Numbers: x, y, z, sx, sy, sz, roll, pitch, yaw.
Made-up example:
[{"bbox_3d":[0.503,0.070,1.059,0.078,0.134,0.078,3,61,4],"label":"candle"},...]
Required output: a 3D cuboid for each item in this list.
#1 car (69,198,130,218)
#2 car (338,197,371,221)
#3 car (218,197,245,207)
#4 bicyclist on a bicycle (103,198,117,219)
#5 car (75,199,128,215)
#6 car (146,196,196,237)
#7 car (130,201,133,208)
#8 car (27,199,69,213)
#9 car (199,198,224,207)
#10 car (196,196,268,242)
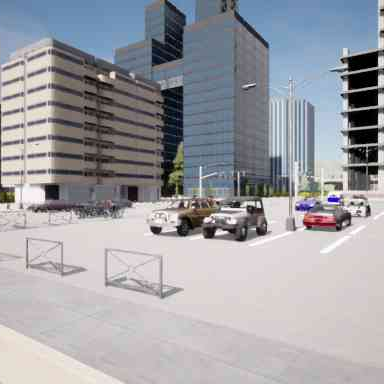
[{"bbox_3d":[-8.301,1.505,30.281,1.837,1.490,4.892,0,0,34],"label":"car"},{"bbox_3d":[14.136,1.395,28.564,1.970,1.475,3.806,0,0,34],"label":"car"},{"bbox_3d":[6.305,1.548,52.144,2.033,1.411,5.357,0,0,34],"label":"car"},{"bbox_3d":[-6.480,1.302,26.203,1.656,1.620,0.582,0,0,34],"label":"bicyclist on a bicycle"},{"bbox_3d":[-9.409,1.547,34.929,2.033,1.411,5.357,0,0,34],"label":"car"},{"bbox_3d":[-0.237,1.153,17.252,1.932,1.855,4.605,0,0,34],"label":"car"},{"bbox_3d":[-10.288,1.564,46.524,1.994,1.385,4.181,0,0,35],"label":"car"},{"bbox_3d":[-15.914,1.547,38.151,2.033,1.411,5.357,0,0,34],"label":"car"},{"bbox_3d":[3.185,1.601,53.763,1.895,1.301,4.718,0,0,34],"label":"car"},{"bbox_3d":[2.133,1.156,15.590,1.905,1.878,3.866,0,0,34],"label":"car"}]
